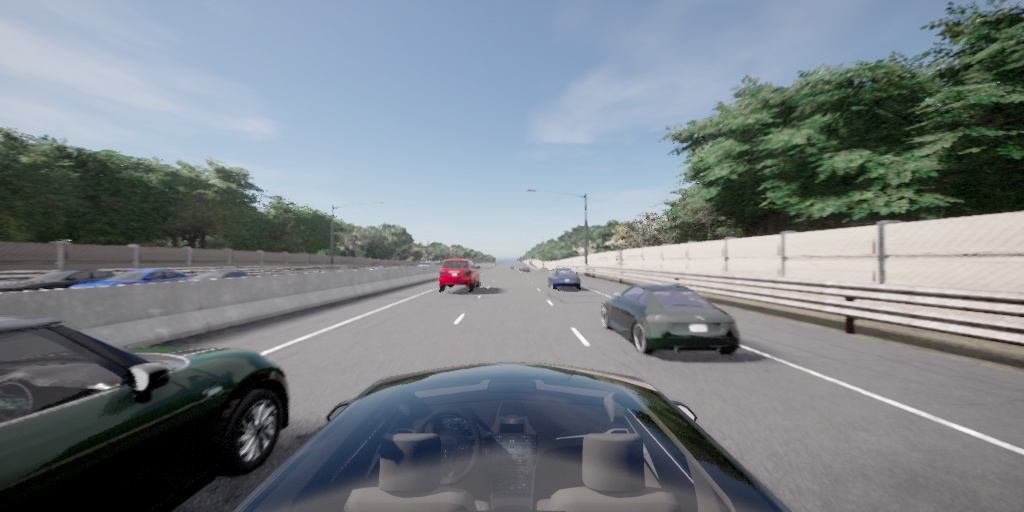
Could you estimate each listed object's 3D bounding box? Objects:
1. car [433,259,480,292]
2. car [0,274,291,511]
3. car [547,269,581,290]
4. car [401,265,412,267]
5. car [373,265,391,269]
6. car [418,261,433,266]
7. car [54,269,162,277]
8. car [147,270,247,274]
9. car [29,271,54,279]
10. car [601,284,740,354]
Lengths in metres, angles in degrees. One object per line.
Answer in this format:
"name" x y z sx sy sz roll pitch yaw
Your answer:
"car" -3.403 1.215 23.890 2.150 2.045 5.566 0 -1 0
"car" -3.400 1.106 1.960 2.097 1.767 4.553 0 0 0
"car" 3.597 1.576 25.368 1.994 1.385 4.181 0 -1 0
"car" -17.525 2.173 58.944 1.837 1.490 4.892 0 -2 0
"car" -21.022 2.195 58.318 2.033 1.411 5.357 0 -2 0
"car" -14.027 1.894 58.925 2.150 2.045 5.566 0 -2 0
"car" -17.600 1.388 17.112 1.882 1.535 5.008 0 -1 0
"car" -14.101 1.437 17.184 1.812 1.442 4.674 0 -1 0
"car" -21.100 1.388 17.097 1.882 1.535 5.008 0 -1 0
"car" 3.599 1.382 8.928 1.994 1.385 4.181 0 -1 0
